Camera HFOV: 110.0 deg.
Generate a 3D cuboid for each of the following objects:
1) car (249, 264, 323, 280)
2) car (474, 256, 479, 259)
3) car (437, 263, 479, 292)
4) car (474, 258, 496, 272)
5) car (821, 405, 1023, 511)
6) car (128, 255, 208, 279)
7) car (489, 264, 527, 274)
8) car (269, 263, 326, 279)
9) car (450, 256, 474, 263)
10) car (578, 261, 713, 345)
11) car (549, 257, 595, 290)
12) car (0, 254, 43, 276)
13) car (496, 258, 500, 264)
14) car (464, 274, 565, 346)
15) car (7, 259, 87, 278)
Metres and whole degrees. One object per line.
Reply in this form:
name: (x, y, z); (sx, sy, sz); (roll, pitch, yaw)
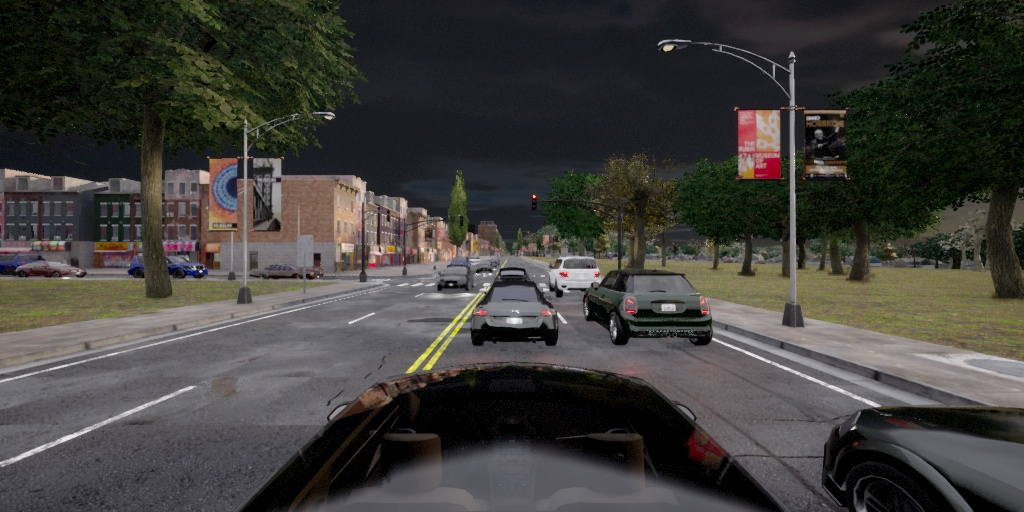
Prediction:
car: (-19.419, 1.383, 30.892); (5.357, 1.411, 2.033); (1, 0, -3)
car: (-6.666, 0.964, 61.753); (2.150, 2.045, 5.566); (0, 1, 0)
car: (-3.382, 1.356, 22.293); (1.837, 1.490, 4.892); (0, 0, 0)
car: (-3.418, 1.365, 46.049); (1.837, 1.490, 4.892); (0, 0, 0)
car: (3.341, 1.314, 0.966); (1.994, 1.385, 4.181); (0, 0, 0)
car: (-29.607, 0.963, 30.927); (5.566, 2.045, 2.150); (0, 0, 0)
car: (0.018, 1.331, 18.409); (1.837, 1.490, 4.892); (0, 0, 0)
car: (-20.186, 1.414, 33.836); (4.181, 1.385, 1.994); (1, 0, 0)
car: (-6.670, 1.081, 46.578); (2.150, 2.045, 5.566); (0, 0, 0)
car: (3.315, 1.121, 9.693); (2.097, 1.767, 4.553); (0, 0, 0)
car: (3.268, 1.054, 19.407); (2.150, 2.045, 5.566); (0, 0, 0)
car: (-47.623, 0.868, 33.865); (5.566, 2.045, 2.150); (0, 0, 0)
car: (-3.420, 1.332, 58.840); (1.994, 1.385, 4.181); (0, 1, 0)
car: (0.063, 1.332, 9.497); (1.994, 1.385, 4.181); (0, 0, 0)
car: (-39.734, 1.194, 30.927); (4.674, 1.442, 1.812); (0, 0, 0)
